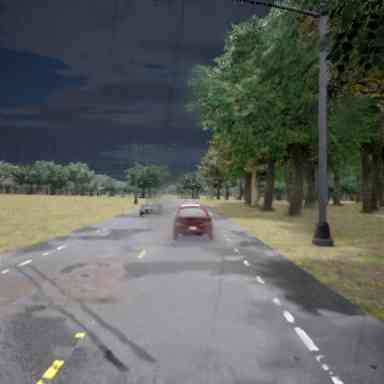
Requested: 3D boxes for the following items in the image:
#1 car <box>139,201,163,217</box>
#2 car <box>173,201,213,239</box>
[{"bbox_3d":[-3.807,1.537,31.381,1.994,1.385,4.181,0,0,-1],"label":"car"},{"bbox_3d":[0.032,1.475,17.346,1.882,1.535,5.008,0,0,0],"label":"car"}]
